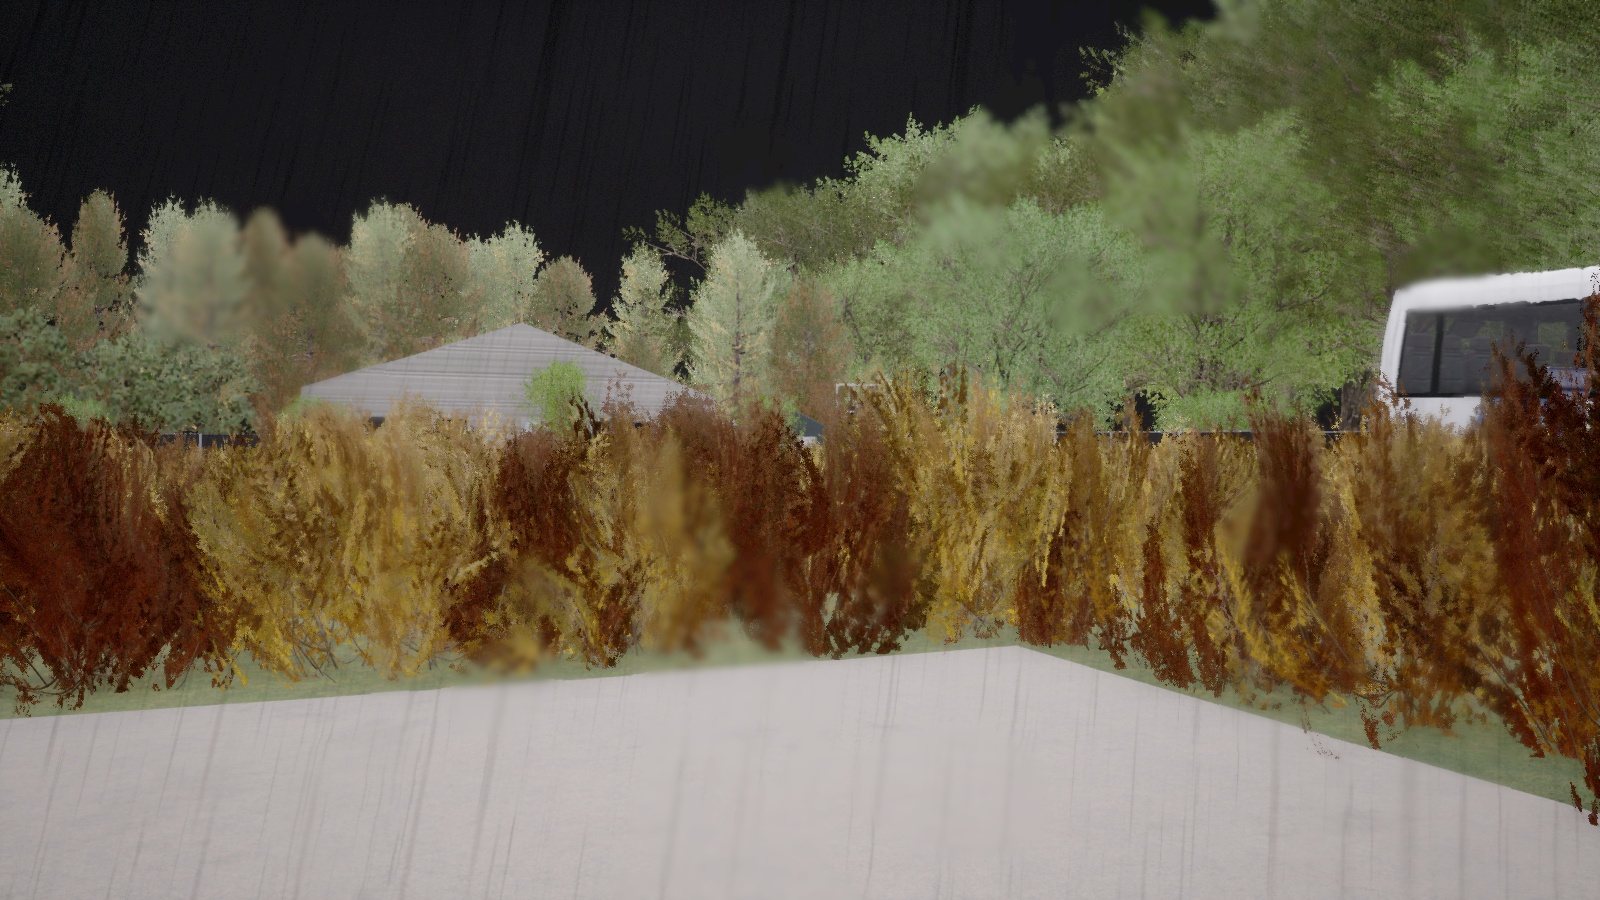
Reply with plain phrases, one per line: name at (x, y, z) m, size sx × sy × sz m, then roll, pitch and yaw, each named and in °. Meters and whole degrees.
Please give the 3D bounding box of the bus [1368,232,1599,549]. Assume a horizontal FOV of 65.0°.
bus at (13.045, -0.786, 16.444) m, size 3.944 × 4.253 × 10.273 m, roll -1°, pitch 2°, yaw -22°
